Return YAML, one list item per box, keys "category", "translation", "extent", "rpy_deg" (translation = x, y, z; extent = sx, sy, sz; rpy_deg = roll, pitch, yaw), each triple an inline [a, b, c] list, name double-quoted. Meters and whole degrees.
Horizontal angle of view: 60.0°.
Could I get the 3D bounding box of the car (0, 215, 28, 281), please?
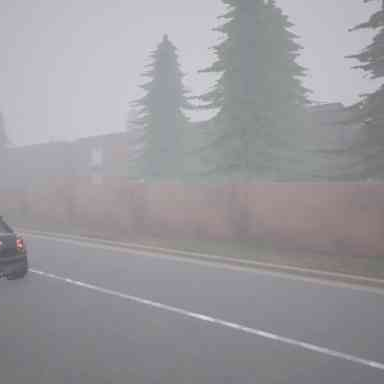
- category: "car"
  translation: [-6.156, 1.252, 8.343]
  extent: [4.553, 1.767, 2.097]
  rpy_deg: [1, 0, 35]
